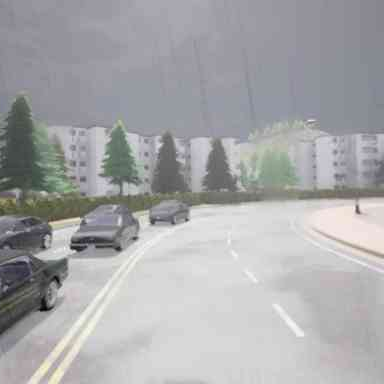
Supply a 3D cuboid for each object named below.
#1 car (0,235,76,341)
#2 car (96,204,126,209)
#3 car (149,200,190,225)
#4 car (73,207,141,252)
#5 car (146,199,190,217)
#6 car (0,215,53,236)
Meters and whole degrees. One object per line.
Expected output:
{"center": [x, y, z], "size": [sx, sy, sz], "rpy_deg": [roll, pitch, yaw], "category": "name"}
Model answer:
{"center": [-3.622, 1.697, 5.161], "size": [1.895, 1.301, 4.718], "rpy_deg": [-2, 0, -1], "category": "car"}
{"center": [-5.693, 1.634, 22.884], "size": [2.128, 1.511, 4.902], "rpy_deg": [-2, 0, 14], "category": "car"}
{"center": [-1.571, 1.532, 24.743], "size": [1.837, 1.490, 4.892], "rpy_deg": [-2, 0, 18], "category": "car"}
{"center": [-3.573, 1.636, 14.806], "size": [2.033, 1.411, 5.357], "rpy_deg": [-2, 0, 2], "category": "car"}
{"center": [-2.226, 1.532, 32.733], "size": [2.128, 1.511, 4.902], "rpy_deg": [-2, 0, 26], "category": "car"}
{"center": [-7.018, 1.690, 12.604], "size": [1.837, 1.490, 4.892], "rpy_deg": [-2, 0, 3], "category": "car"}
